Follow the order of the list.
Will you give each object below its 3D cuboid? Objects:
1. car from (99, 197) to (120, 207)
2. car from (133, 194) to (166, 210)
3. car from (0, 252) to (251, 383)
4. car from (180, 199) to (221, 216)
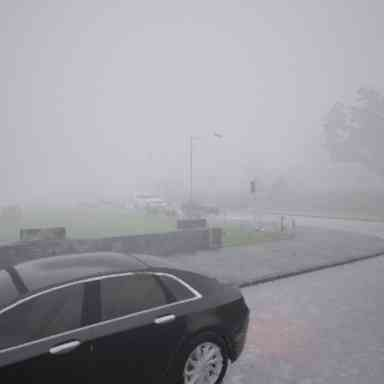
[{"bbox_3d":[-13.135,1.477,52.768,1.882,1.535,5.008,0,0,-35],"label":"car"},{"bbox_3d":[-5.435,1.221,41.868,2.150,2.045,5.566,0,0,-36],"label":"car"},{"bbox_3d":[-1.524,1.505,3.519,4.892,1.490,1.837,0,0,-36],"label":"car"},{"bbox_3d":[0.785,1.478,33.139,1.882,1.535,5.008,0,0,-36],"label":"car"}]
